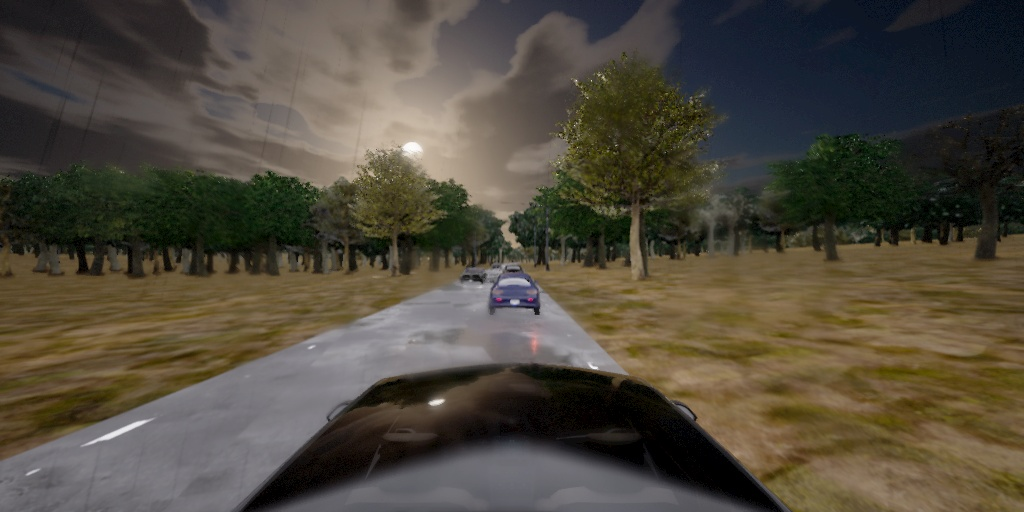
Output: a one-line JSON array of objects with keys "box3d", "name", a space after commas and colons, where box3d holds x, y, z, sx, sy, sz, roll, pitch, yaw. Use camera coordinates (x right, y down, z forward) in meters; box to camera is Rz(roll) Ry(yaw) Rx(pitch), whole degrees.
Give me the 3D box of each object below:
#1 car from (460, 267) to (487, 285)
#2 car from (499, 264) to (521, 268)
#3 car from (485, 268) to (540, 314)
[{"box3d": [-3.089, 1.604, 29.405, 1.895, 1.301, 4.718, 0, -1, 0], "name": "car"}, {"box3d": [0.108, 1.527, 31.453, 1.837, 1.490, 4.892, 0, -1, 0], "name": "car"}, {"box3d": [0.093, 1.388, 14.245, 1.812, 1.442, 4.674, 0, -1, 0], "name": "car"}]
